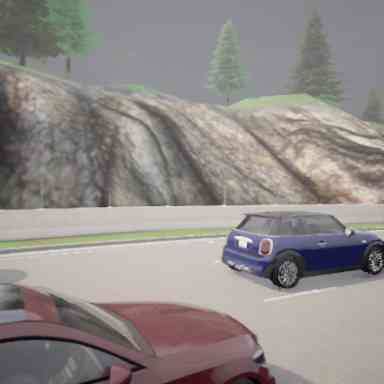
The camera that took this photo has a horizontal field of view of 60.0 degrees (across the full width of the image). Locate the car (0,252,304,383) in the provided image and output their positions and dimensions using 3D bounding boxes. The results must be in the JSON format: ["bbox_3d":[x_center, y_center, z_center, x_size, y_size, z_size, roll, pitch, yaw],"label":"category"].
[{"bbox_3d":[-1.417,1.492,2.523,4.674,1.442,1.812,0,0,-35],"label":"car"}]

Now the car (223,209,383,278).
[{"bbox_3d":[3.143,1.290,9.036,4.553,1.767,2.097,0,1,-26],"label":"car"}]
